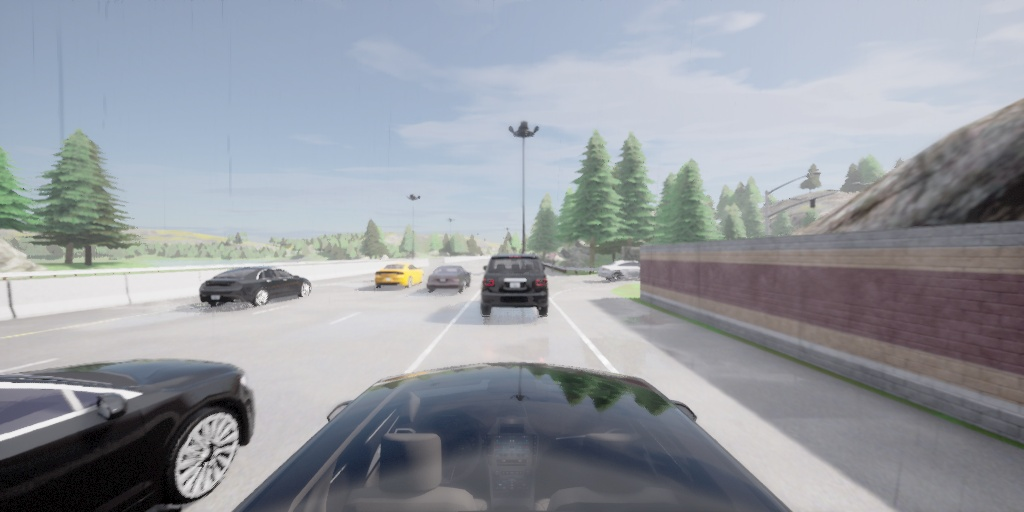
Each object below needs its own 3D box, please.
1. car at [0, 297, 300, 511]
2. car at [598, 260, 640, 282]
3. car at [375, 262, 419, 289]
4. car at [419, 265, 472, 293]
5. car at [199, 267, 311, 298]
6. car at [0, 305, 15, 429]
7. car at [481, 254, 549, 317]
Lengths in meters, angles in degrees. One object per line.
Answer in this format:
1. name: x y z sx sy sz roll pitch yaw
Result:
1. car: -3.399 1.242 1.486 2.128 1.511 4.902 0 0 0
2. car: 8.490 1.030 25.605 4.674 1.442 1.812 -1 0 -4
3. car: -6.929 1.152 22.513 1.882 1.535 5.008 0 0 0
4. car: -3.425 1.230 20.196 2.033 1.411 5.357 0 0 0
5. car: -10.416 1.206 15.015 1.837 1.490 4.892 0 0 0
6. car: -6.893 1.298 1.556 2.033 1.411 5.357 0 0 0
7. car: 0.084 0.931 13.146 2.150 2.045 5.566 0 0 0
